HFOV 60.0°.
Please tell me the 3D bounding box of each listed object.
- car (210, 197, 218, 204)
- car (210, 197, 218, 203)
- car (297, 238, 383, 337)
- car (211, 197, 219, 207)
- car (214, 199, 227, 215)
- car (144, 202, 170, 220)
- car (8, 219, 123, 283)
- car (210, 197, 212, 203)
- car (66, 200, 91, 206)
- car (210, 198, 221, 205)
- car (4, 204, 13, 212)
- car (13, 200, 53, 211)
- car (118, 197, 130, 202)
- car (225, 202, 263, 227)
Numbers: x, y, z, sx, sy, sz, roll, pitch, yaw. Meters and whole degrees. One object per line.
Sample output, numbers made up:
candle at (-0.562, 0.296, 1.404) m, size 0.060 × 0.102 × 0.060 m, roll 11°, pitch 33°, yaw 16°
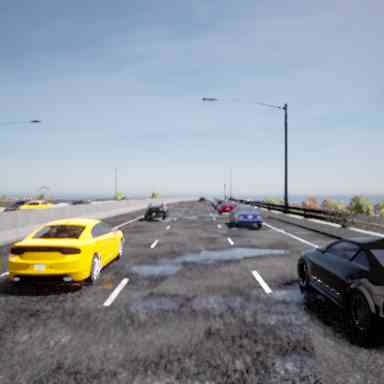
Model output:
car at (5.483, 2.107, 81.681) m, size 1.882 × 1.535 × 5.008 m, roll 0°, pitch -1°, yaw 3°
car at (6.042, 2.179, 92.589) m, size 2.033 × 1.649 × 4.856 m, roll 0°, pitch -1°, yaw 3°
car at (3.625, 1.603, 6.722) m, size 1.994 × 1.385 × 4.181 m, roll 0°, pitch 0°, yaw 0°
car at (4.221, 1.858, 48.937) m, size 1.812 × 1.442 × 4.674 m, roll 0°, pitch 0°, yaw 2°
car at (3.940, 1.808, 38.019) m, size 1.994 × 1.385 × 4.181 m, roll 0°, pitch 0°, yaw 1°
car at (-3.114, 1.677, 30.051) m, size 2.128 × 1.511 × 4.902 m, roll 0°, pitch 0°, yaw 1°
car at (-3.359, 1.532, 9.845) m, size 1.882 × 1.535 × 5.008 m, roll 0°, pitch 0°, yaw 0°
car at (4.573, 1.949, 59.854) m, size 1.812 × 1.442 × 4.674 m, roll 0°, pitch 0°, yaw 2°
car at (-13.598, 1.734, 39.926) m, size 1.882 × 1.535 × 5.008 m, roll 0°, pitch 0°, yaw 2°
car at (4.993, 2.014, 70.769) m, size 2.128 × 1.511 × 4.902 m, roll 0°, pitch -1°, yaw 2°
car at (-20.592, 1.783, 40.122) m, size 1.812 × 1.442 × 4.674 m, roll 0°, pitch 0°, yaw 2°
car at (-17.175, 1.710, 36.780) m, size 1.882 × 1.535 × 5.008 m, roll 0°, pitch 0°, yaw 1°
car at (-15.754, 1.841, 77.074) m, size 2.097 × 1.767 × 4.553 m, roll 0°, pitch -1°, yaw 3°
car at (3.784, 1.691, 23.951) m, size 2.033 × 1.411 × 5.357 m, roll 0°, pitch -1°, yaw 1°
